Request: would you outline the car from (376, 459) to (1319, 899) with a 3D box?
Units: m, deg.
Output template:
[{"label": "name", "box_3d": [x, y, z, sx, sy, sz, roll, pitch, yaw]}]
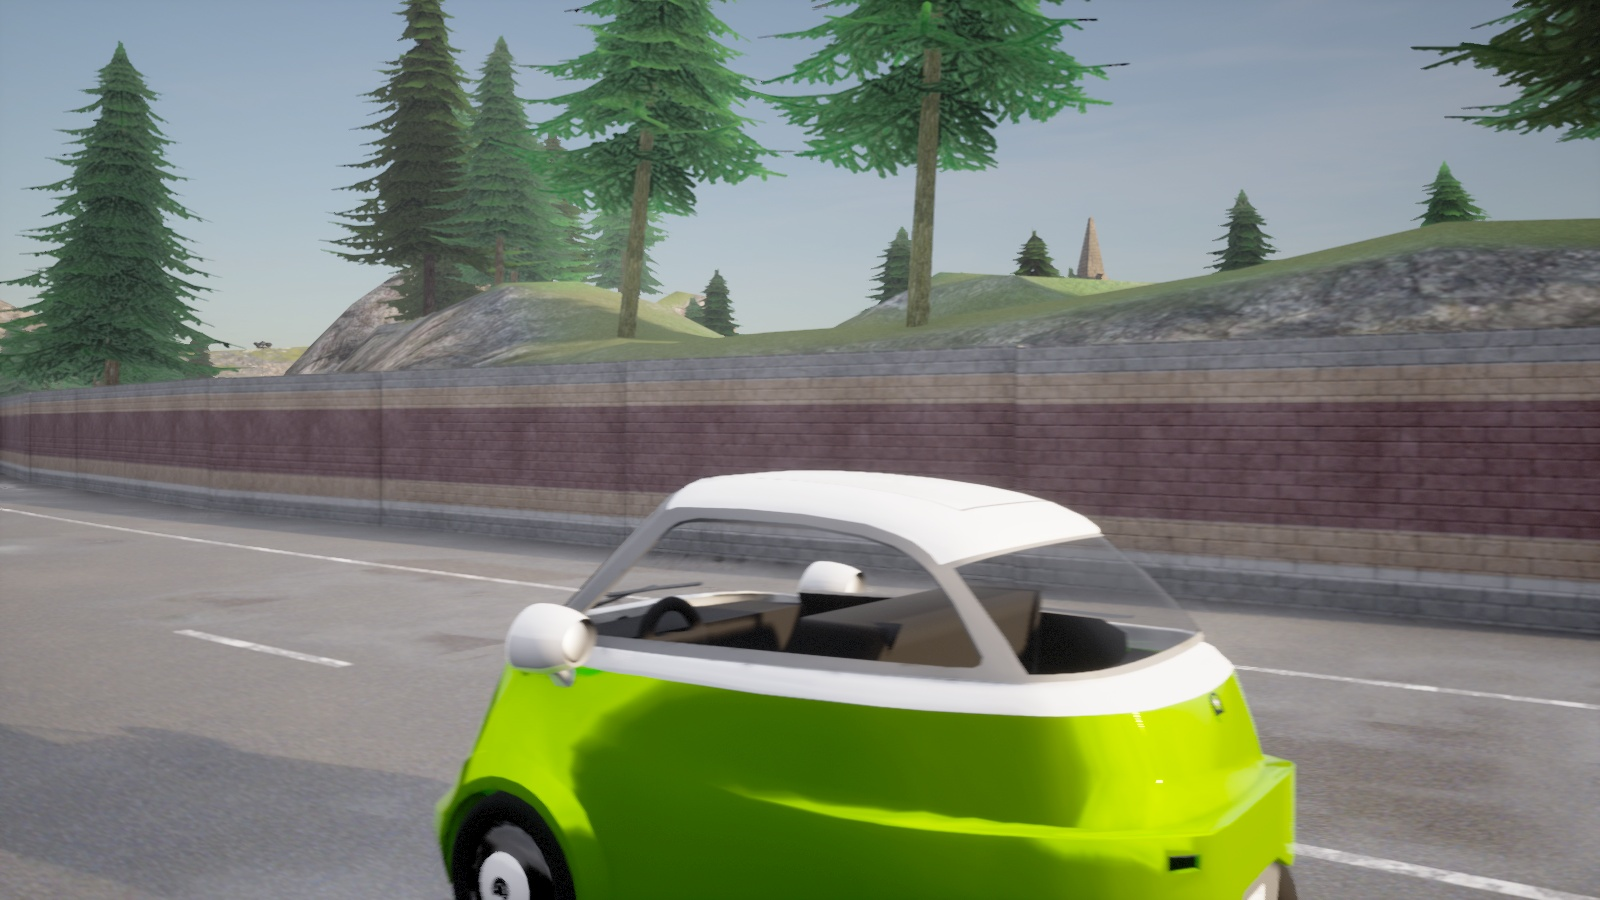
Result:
[{"label": "car", "box_3d": [0.129, 0.738, 3.560, 2.207, 1.376, 1.481, 0, 1, 35]}]
